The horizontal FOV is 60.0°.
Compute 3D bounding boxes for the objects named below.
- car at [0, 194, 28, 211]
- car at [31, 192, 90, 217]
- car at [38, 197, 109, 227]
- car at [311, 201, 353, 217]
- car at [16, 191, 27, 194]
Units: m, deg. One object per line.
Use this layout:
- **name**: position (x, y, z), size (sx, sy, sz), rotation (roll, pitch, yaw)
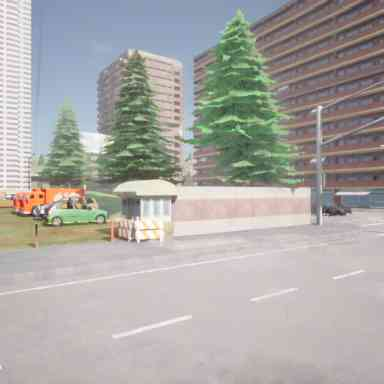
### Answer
- **car**: position (-24.520, 1.394, 44.116), size (4.193, 1.474, 1.816), rotation (0, 0, -35)
- **car**: position (-9.461, 1.172, 25.546), size (4.605, 1.855, 1.932), rotation (0, 0, -35)
- **car**: position (-7.437, 1.341, 21.496), size (3.988, 1.617, 1.851), rotation (0, 0, -35)
- **car**: position (12.699, 1.602, 32.456), size (2.033, 1.411, 5.357), rotation (0, 0, -35)
- **car**: position (-25.799, 1.204, 46.638), size (3.866, 1.878, 1.905), rotation (0, 0, -35)
